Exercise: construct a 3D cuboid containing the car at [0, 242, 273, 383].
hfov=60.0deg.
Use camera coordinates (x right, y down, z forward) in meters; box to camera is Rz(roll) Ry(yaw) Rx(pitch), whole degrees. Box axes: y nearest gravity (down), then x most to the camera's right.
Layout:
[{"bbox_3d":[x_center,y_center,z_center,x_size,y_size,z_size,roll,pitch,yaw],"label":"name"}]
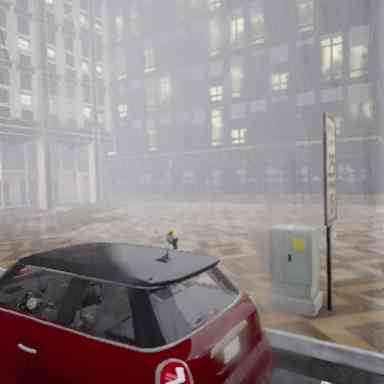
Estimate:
[{"bbox_3d":[-1.312,1.319,3.777,4.097,1.590,1.967,0,2,32],"label":"car"}]
